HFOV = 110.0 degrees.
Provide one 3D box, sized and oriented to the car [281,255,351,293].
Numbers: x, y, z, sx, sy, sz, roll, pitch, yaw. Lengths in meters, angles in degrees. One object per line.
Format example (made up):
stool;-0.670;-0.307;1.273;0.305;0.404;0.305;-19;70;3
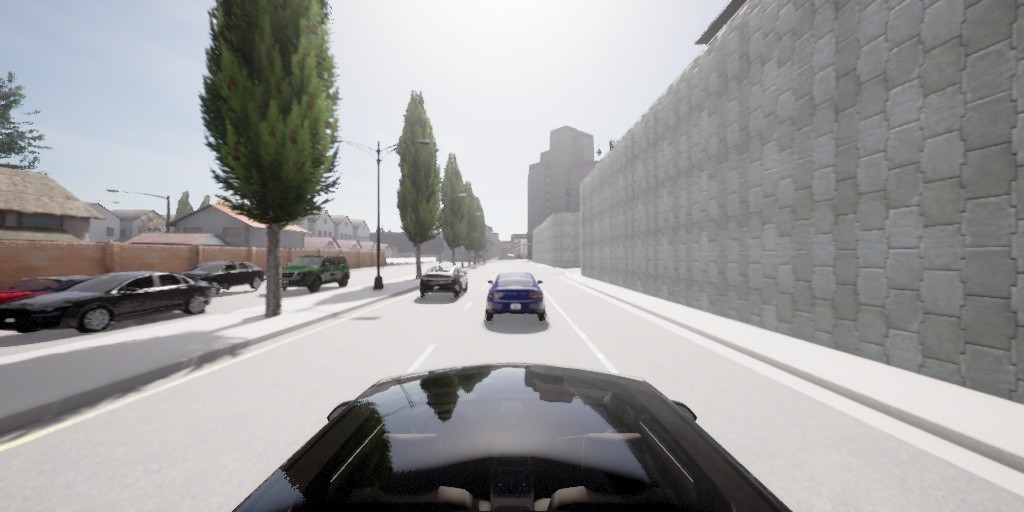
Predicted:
car;-11.552;0.954;21.087;2.150;2.045;5.566;0;0;0

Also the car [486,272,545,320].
car;0.111;1.270;12.474;1.812;1.442;4.674;0;0;0

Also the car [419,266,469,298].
car;-3.382;1.230;18.445;2.128;1.511;4.902;0;0;0

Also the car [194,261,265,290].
car;-14.982;1.021;18.434;1.837;1.490;4.892;0;0;0

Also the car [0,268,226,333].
car;-11.532;1.246;10.694;1.837;1.490;4.892;0;0;1

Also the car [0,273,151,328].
car;-15.087;1.336;11.673;1.895;1.301;4.718;0;0;0
